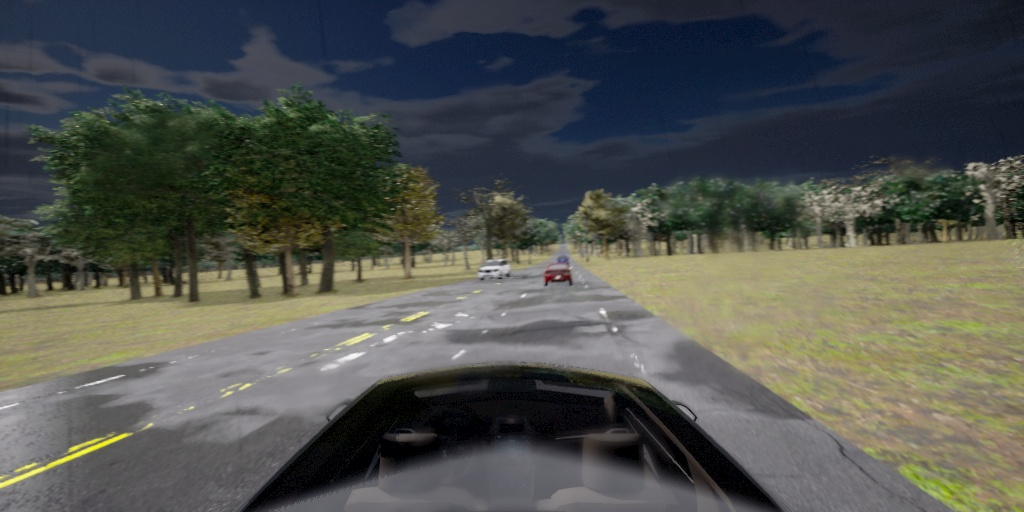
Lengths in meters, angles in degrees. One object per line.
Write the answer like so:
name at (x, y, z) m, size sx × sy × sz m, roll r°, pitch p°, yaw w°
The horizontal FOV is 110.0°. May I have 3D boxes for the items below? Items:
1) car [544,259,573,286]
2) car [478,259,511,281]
car at (3.392, 1.249, 26.128) m, size 1.882 × 1.535 × 5.008 m, roll -3°, pitch 0°, yaw 9°
car at (-1.666, 1.366, 36.398) m, size 2.150 × 2.045 × 5.566 m, roll -4°, pitch 0°, yaw 14°
